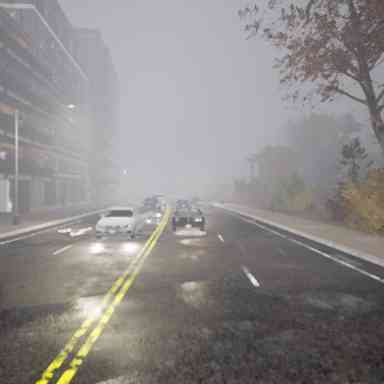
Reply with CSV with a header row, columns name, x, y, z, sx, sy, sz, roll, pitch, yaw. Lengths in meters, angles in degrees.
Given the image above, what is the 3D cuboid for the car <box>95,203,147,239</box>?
name,x,y,z,sx,sy,sz,roll,pitch,yaw
car,-3.646,1.519,17.363,1.812,1.442,4.674,0,0,-1

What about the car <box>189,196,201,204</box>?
name,x,y,z,sx,sy,sz,roll,pitch,yaw
car,0.481,1.470,61.057,1.812,1.442,4.674,0,0,-5

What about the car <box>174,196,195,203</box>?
name,x,y,z,sx,sy,sz,roll,pitch,yaw
car,-1.092,1.520,38.943,2.033,1.411,5.357,0,0,-3

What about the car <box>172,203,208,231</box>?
name,x,y,z,sx,sy,sz,roll,pitch,yaw
car,-0.272,1.589,20.690,1.895,1.301,4.718,0,0,-2

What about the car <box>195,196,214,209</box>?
name,x,y,z,sx,sy,sz,roll,pitch,yaw
car,1.744,1.564,45.372,1.895,1.301,4.718,0,0,-4

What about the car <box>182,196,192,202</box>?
name,x,y,z,sx,sy,sz,roll,pitch,yaw
car,-1.274,1.516,77.745,1.895,1.301,4.718,0,0,-7

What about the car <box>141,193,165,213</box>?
name,x,y,z,sx,sy,sz,roll,pitch,yaw
car,-4.392,1.330,36.158,2.097,1.767,4.553,0,0,-3
